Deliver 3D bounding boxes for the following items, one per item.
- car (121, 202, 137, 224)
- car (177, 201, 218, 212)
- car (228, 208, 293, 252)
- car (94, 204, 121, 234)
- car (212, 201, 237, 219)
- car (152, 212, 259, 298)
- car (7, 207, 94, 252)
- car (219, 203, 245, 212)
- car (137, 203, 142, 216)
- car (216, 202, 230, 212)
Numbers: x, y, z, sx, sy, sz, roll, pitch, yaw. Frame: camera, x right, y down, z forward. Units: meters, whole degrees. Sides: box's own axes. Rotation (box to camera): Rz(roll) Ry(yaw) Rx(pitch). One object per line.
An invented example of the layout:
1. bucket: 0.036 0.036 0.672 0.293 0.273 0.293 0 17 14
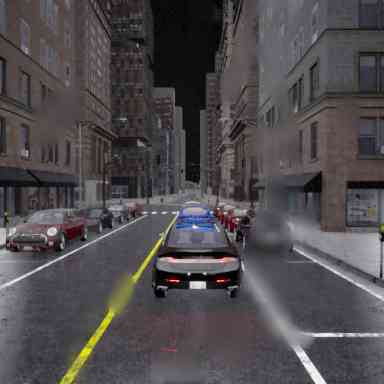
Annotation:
1. car: -5.693 1.550 24.618 2.008 1.369 4.403 -1 0 0
2. car: 0.159 1.476 18.018 1.882 1.535 5.008 0 0 0
3. car: 2.796 1.564 13.580 1.947 1.339 4.313 -1 0 0
4. car: -5.711 1.565 19.113 1.947 1.339 4.313 -1 0 0
5. car: 2.850 1.544 30.095 1.887 1.381 4.507 -1 0 0
6. car: 0.126 1.490 8.513 2.128 1.511 4.902 0 0 0
7. car: -5.731 1.439 13.608 1.967 1.590 4.097 -1 0 0
8. car: 2.814 1.543 19.084 1.887 1.381 4.507 -1 0 0
9. car: -5.675 1.544 30.124 1.887 1.381 4.507 -1 0 0
10. car: 2.832 1.544 24.590 1.887 1.381 4.507 -1 0 0
